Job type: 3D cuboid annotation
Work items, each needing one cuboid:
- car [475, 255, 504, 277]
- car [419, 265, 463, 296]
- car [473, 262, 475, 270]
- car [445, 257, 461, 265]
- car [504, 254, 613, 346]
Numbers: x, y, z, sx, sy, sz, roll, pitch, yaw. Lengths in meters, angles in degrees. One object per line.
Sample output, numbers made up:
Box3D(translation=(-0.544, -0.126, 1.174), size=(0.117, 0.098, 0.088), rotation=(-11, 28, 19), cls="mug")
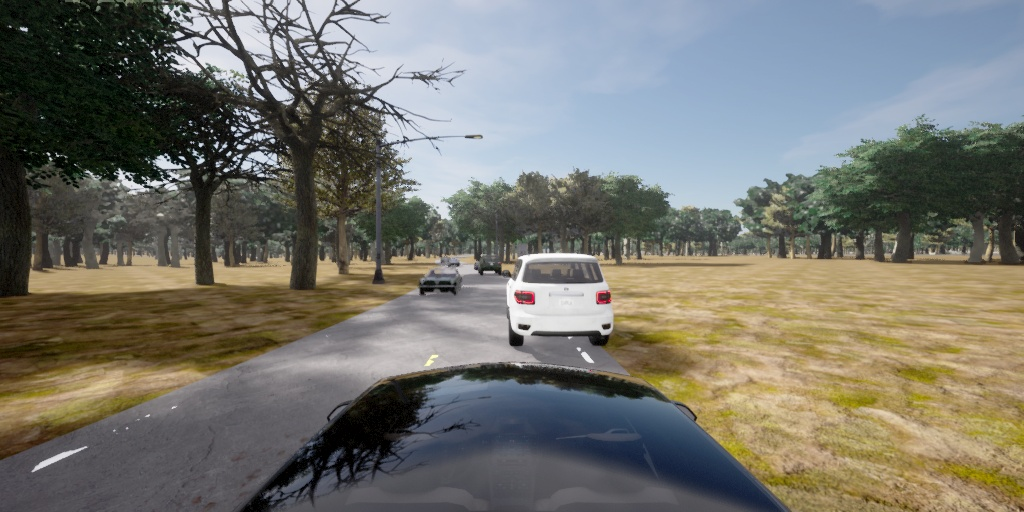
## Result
Box3D(translation=(-2.392, 0.900, 37.752), size=(2.150, 2.045, 5.566), rotation=(0, 0, -9), cls="car")
Box3D(translation=(-3.709, 1.335, 19.244), size=(1.895, 1.301, 4.718), rotation=(0, 0, -4), cls="car")
Box3D(translation=(-4.035, 1.193, 48.061), size=(1.994, 1.385, 4.181), rotation=(0, 0, -10), cls="car")
Box3D(translation=(-9.709, 1.111, 60.103), size=(2.033, 1.411, 5.357), rotation=(0, 0, -13), cls="car")
Box3D(translation=(0.959, 0.968, 9.513), size=(2.150, 2.045, 5.566), rotation=(0, 0, -2), cls="car")
